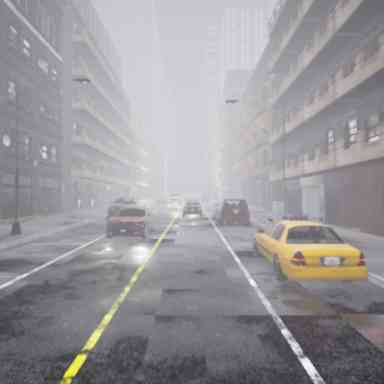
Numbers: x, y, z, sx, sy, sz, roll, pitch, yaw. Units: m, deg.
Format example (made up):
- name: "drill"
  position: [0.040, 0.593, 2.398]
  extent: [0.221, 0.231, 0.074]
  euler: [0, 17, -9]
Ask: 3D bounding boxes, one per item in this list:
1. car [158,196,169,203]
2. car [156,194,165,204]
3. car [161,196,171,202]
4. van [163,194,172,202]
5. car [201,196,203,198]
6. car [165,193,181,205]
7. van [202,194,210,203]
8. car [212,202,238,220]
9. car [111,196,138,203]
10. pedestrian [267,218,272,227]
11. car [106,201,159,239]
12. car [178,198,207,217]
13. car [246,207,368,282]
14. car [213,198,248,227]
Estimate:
- name: "car"
  position: [-5.639, 1.546, 67.093]
  extent: [1.802, 1.307, 4.206]
  euler: [1, 0, 0]
- name: "car"
  position: [-5.639, 1.519, 61.552]
  extent: [2.008, 1.369, 4.403]
  euler: [1, 0, 0]
- name: "car"
  position: [-5.639, 1.527, 72.633]
  extent: [1.947, 1.339, 4.313]
  euler: [1, 0, 0]
- name: "van"
  position: [-5.804, 1.298, 78.174]
  extent: [1.690, 1.788, 3.998]
  euler: [1, 0, 0]
- name: "car"
  position: [0.031, 1.527, 43.417]
  extent: [2.033, 1.411, 5.357]
  euler: [0, 0, 1]
- name: "car"
  position: [-3.048, 1.183, 58.484]
  extent: [2.150, 2.045, 5.566]
  euler: [0, 0, 1]
- name: "van"
  position: [2.712, 1.305, 67.145]
  extent: [1.690, 1.788, 3.998]
  euler: [1, 0, 0]
- name: "car"
  position: [2.706, 1.570, 28.363]
  extent: [1.802, 1.307, 4.206]
  euler: [1, 0, 0]
- name: "car"
  position: [-5.670, 1.303, 28.311]
  extent: [2.192, 1.841, 5.009]
  euler: [1, 0, 0]
- name: "pedestrian"
  position: [2.979, 1.569, 12.694]
  extent: [0.375, 1.300, 0.375]
  euler: [1, -1, -1]
- name: "car"
  position: [-3.098, 1.471, 17.439]
  extent: [1.882, 1.535, 5.008]
  euler: [0, 0, 0]
- name: "car"
  position: [0.057, 1.534, 30.718]
  extent: [2.033, 1.411, 5.357]
  euler: [0, 0, 1]
- name: "car"
  position: [3.001, 1.452, 9.690]
  extent: [1.801, 1.575, 5.366]
  euler: [0, 0, 0]
- name: "car"
  position: [2.710, 1.306, 22.823]
  extent: [2.192, 1.841, 5.009]
  euler: [1, 0, 0]
